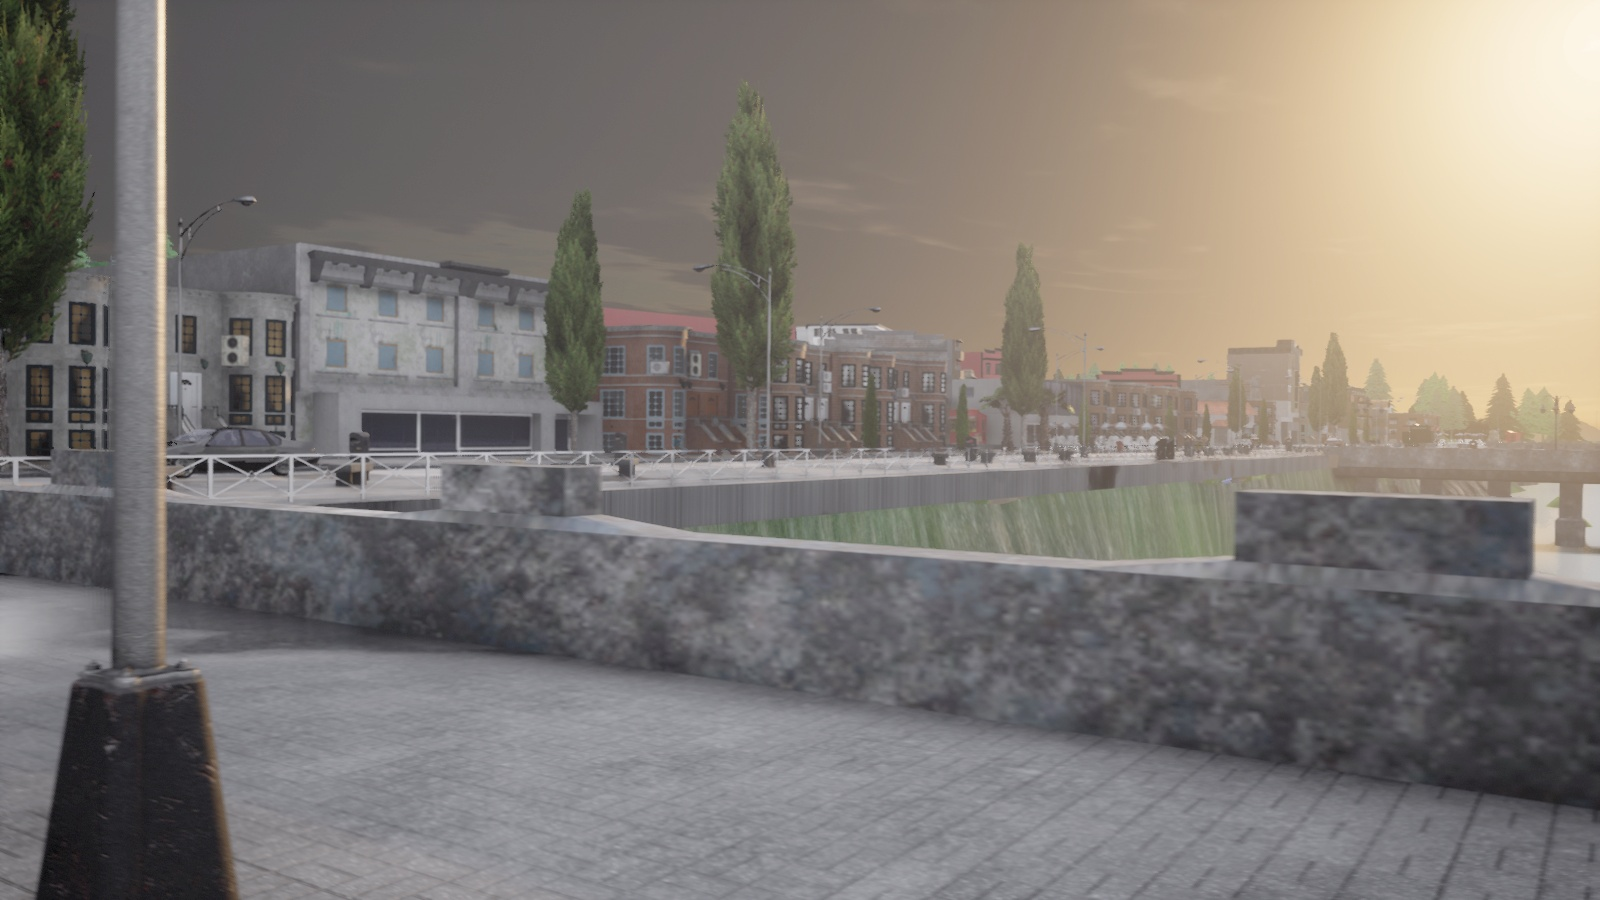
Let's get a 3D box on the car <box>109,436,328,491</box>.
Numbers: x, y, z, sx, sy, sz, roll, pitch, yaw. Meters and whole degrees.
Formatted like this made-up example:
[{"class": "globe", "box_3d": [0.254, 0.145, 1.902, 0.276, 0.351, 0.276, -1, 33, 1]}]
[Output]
[{"class": "car", "box_3d": [-16.366, 0.332, 35.641, 2.033, 1.411, 5.357, 0, 1, 34]}]
